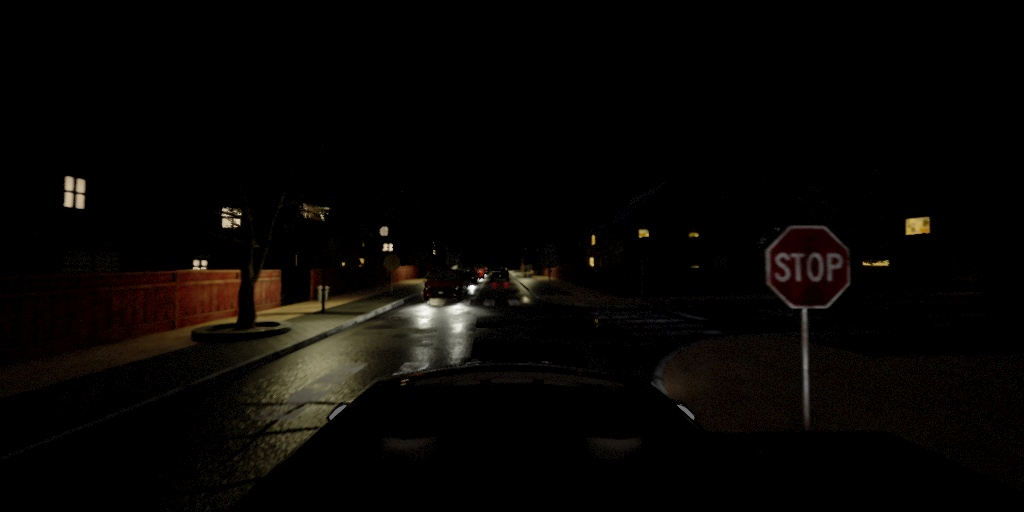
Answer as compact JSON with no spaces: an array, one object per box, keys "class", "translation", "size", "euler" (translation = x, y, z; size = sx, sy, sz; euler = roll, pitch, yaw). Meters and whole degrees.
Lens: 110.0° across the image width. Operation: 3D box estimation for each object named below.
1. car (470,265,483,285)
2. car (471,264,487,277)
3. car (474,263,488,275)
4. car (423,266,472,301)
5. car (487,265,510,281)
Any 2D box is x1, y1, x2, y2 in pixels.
[{"class":"car","translation":[-3.980,1.763,32.030],"size":[2.033,1.411,5.357],"euler":[0,-1,-2]},{"class":"car","translation":[-4.464,1.783,43.473],"size":[2.097,1.767,4.553],"euler":[0,-1,-2]},{"class":"car","translation":[-5.044,2.111,59.171],"size":[2.097,1.767,4.553],"euler":[0,-1,-2]},{"class":"car","translation":[-3.437,1.479,19.245],"size":[1.882,1.535,5.008],"euler":[0,-1,-2]},{"class":"car","translation":[-1.279,1.812,37.823],"size":[2.128,1.511,4.902],"euler":[0,-1,-2]}]
